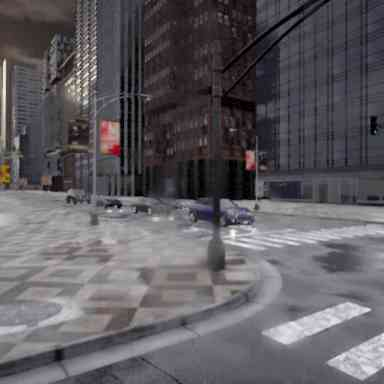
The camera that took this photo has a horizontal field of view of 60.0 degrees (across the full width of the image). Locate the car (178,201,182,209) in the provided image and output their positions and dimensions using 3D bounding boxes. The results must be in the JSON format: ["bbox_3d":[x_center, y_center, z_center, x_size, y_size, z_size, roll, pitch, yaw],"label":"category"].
[{"bbox_3d":[-3.068,1.170,33.760,2.033,1.411,5.357,0,1,-35],"label":"car"}]

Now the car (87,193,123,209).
[{"bbox_3d":[-9.452,1.082,36.839,2.033,1.411,5.357,0,1,-35],"label":"car"}]

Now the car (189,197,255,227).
[{"bbox_3d":[1.785,1.135,20.911,2.097,1.767,4.553,0,1,-35],"label":"car"}]

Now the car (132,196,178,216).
[{"bbox_3d":[-3.507,1.170,28.407,1.837,1.490,4.892,0,1,-35],"label":"car"}]

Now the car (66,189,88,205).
[{"bbox_3d":[-15.593,0.623,45.601,2.150,2.045,5.566,0,1,-35],"label":"car"}]
